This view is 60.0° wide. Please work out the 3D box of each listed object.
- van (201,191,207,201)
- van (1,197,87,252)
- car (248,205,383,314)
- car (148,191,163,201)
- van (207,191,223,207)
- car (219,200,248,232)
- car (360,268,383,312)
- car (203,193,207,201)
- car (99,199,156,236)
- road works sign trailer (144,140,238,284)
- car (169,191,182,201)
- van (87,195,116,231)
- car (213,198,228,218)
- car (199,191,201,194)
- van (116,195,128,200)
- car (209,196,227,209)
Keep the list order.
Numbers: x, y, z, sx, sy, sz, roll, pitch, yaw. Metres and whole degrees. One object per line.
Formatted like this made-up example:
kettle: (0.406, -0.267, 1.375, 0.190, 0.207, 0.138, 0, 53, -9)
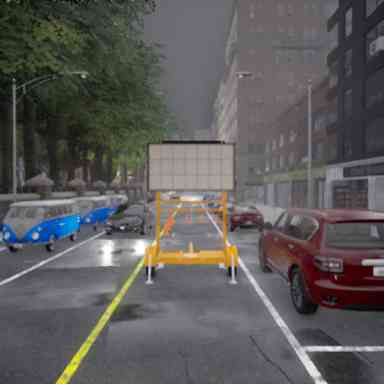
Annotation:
van: (2.758, 0.800, 52.639, 1.690, 1.788, 3.998, 0, 1, 0)
van: (-5.695, 1.216, 12.980, 1.690, 1.788, 3.998, 0, 1, 0)
car: (2.840, 1.244, 7.358, 2.192, 1.841, 5.009, 0, 1, 0)
car: (-5.767, 0.775, 52.583, 2.192, 1.841, 5.009, 0, 1, 0)
van: (2.789, 0.984, 35.659, 1.690, 1.788, 3.998, 0, 1, 0)
car: (2.821, 1.363, 18.681, 1.887, 1.381, 4.507, 0, 1, 0)
car: (2.851, 1.565, 1.700, 1.802, 1.307, 4.206, 0, 1, 0)
car: (2.779, 1.127, 41.321, 1.887, 1.381, 4.507, 0, 1, 0)
car: (-3.132, 1.336, 17.349, 1.837, 1.490, 4.892, 0, 1, 0)
road works sign trailer: (-0.017, 0.375, 9.298, 2.380, 3.560, 2.880, 0, 1, 0)
car: (-3.117, 0.831, 63.029, 1.882, 1.535, 5.008, 0, 0, 0)
van: (-5.706, 1.159, 18.637, 1.690, 1.788, 3.998, 0, 1, 0)
car: (2.810, 1.342, 24.341, 1.802, 1.307, 4.206, 0, 1, 0)
car: (2.748, 0.962, 58.302, 1.947, 1.339, 4.313, 0, 1, 0)
van: (-5.715, 1.102, 24.295, 1.690, 1.788, 3.998, 0, 1, 0)
car: (2.800, 1.284, 30.001, 1.802, 1.307, 4.206, 0, 1, 0)
